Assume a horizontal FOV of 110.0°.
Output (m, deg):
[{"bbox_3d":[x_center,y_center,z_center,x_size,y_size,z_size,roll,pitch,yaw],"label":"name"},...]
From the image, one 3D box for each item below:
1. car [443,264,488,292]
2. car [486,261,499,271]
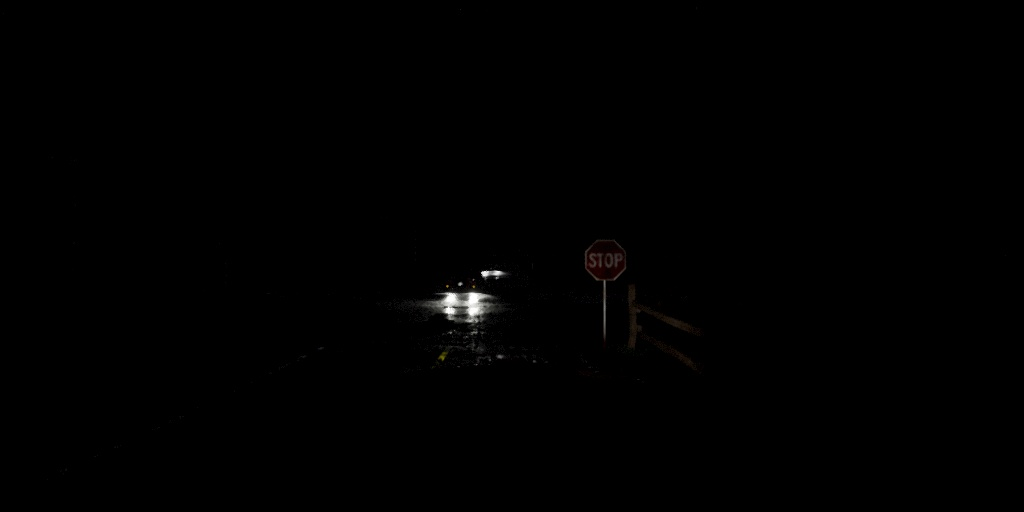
[{"bbox_3d":[-2.744,1.305,21.099,1.994,1.385,4.181,1,0,0],"label":"car"},{"bbox_3d":[-2.748,1.334,48.916,1.895,1.301,4.718,0,0,0],"label":"car"}]
